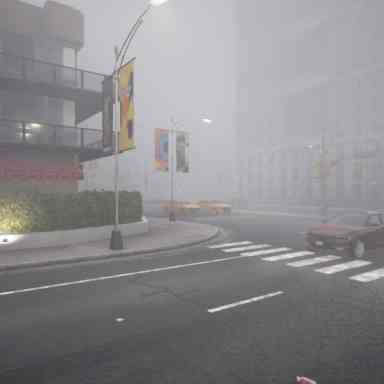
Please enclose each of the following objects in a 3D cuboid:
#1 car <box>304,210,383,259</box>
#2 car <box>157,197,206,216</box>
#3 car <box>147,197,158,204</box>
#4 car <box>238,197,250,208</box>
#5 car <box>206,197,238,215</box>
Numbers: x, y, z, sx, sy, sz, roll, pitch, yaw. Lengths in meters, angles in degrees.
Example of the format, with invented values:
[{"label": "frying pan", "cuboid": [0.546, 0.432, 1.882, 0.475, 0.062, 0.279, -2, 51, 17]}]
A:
[{"label": "car", "cuboid": [6.388, 1.477, 12.863, 5.008, 1.535, 1.882, 0, 0, -36]}, {"label": "car", "cuboid": [-1.103, 1.477, 32.621, 1.882, 1.535, 5.008, 0, 0, -35]}, {"label": "car", "cuboid": [-6.207, 1.600, 59.240, 4.718, 1.301, 1.895, 0, 0, 42]}, {"label": "car", "cuboid": [6.276, 1.504, 48.487, 1.837, 1.490, 4.892, 0, 0, -35]}, {"label": "car", "cuboid": [2.025, 1.477, 34.259, 1.882, 1.535, 5.008, 0, 0, -35]}]
